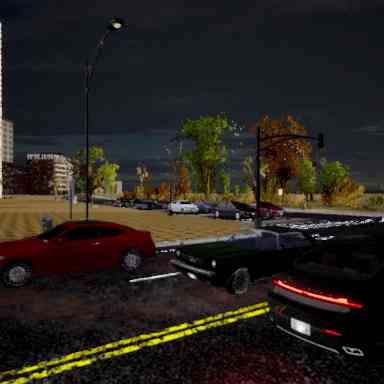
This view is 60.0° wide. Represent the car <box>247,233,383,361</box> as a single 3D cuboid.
[{"bbox_3d":[3.419,1.514,5.710,4.892,1.490,1.837,0,0,-34],"label":"car"}]

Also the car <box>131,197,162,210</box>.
[{"bbox_3d":[-6.227,1.701,45.511,1.994,1.385,4.181,0,0,-31],"label":"car"}]

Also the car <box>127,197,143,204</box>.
[{"bbox_3d":[-11.889,1.728,68.782,1.994,1.385,4.181,0,0,-29],"label":"car"}]

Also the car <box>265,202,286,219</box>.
[{"bbox_3d":[6.561,1.611,30.827,1.812,1.442,4.674,0,0,-30],"label":"car"}]

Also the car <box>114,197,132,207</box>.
[{"bbox_3d":[-11.277,1.661,54.178,1.837,1.490,4.892,0,0,-29],"label":"car"}]

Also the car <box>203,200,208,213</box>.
[{"bbox_3d":[1.474,1.657,39.089,2.033,1.411,5.357,0,0,-32],"label":"car"}]

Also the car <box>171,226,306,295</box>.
[{"bbox_3d":[1.840,1.611,8.830,4.718,1.301,1.895,0,0,-34],"label":"car"}]

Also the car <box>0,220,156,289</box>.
[{"bbox_3d":[-3.248,1.529,9.281,4.674,1.442,1.812,0,0,-34],"label":"car"}]

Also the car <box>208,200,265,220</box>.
[{"bbox_3d":[3.759,1.597,29.194,1.837,1.490,4.892,0,0,-32],"label":"car"}]

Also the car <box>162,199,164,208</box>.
[{"bbox_3d":[-3.684,1.695,47.629,1.994,1.385,4.181,0,0,-30],"label":"car"}]

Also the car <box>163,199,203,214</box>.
[{"bbox_3d":[-1.043,1.640,36.981,1.812,1.442,4.674,0,0,-31],"label":"car"}]
